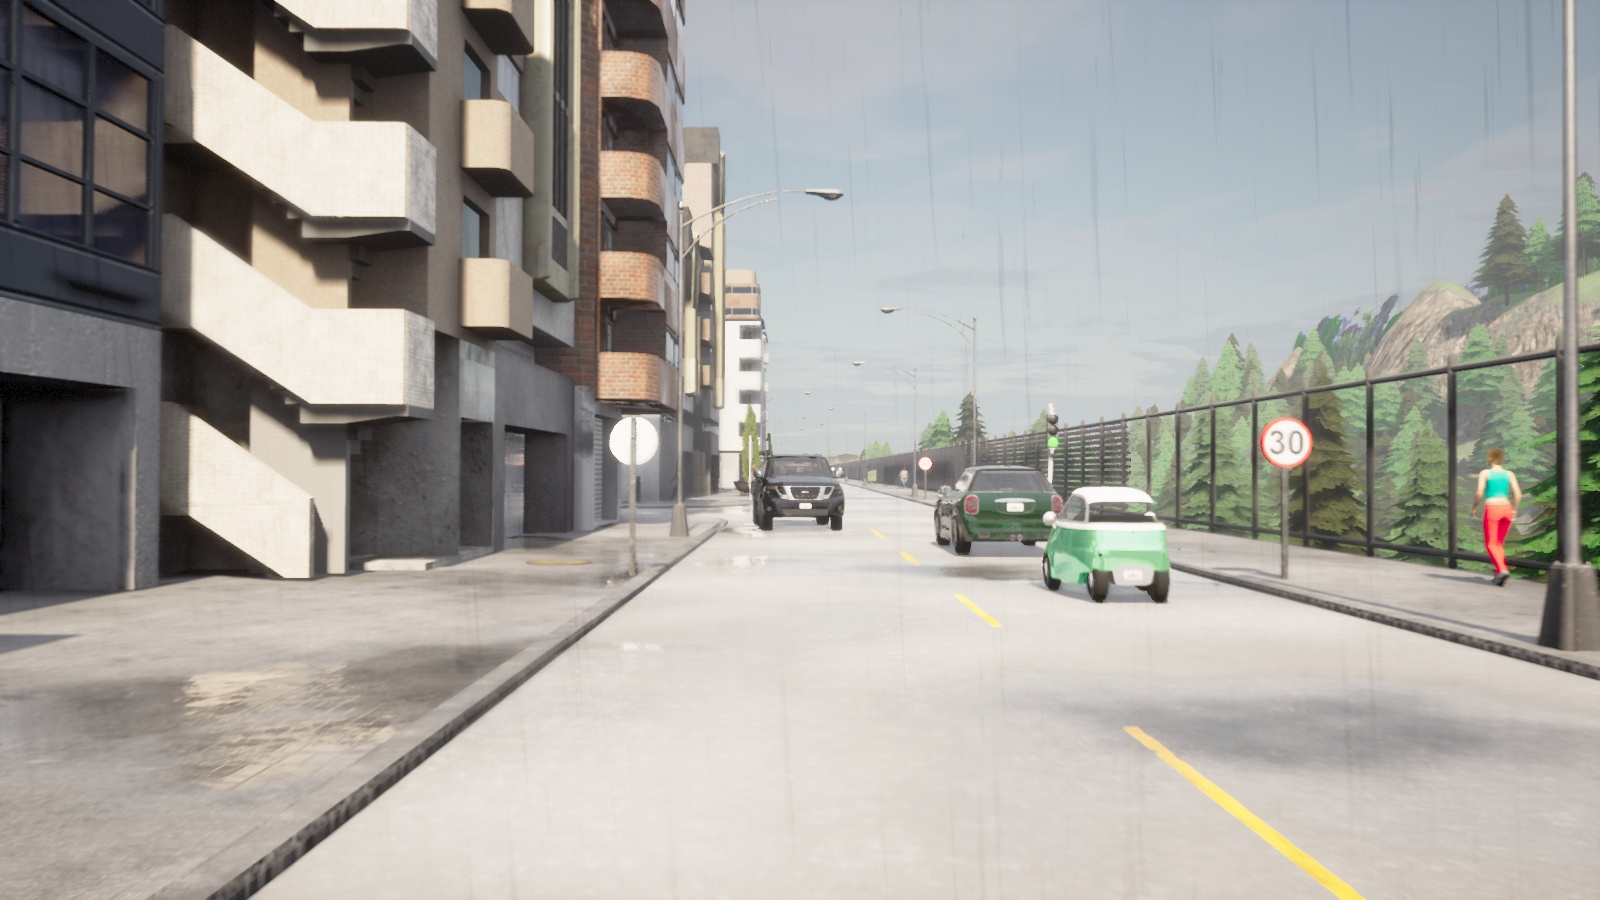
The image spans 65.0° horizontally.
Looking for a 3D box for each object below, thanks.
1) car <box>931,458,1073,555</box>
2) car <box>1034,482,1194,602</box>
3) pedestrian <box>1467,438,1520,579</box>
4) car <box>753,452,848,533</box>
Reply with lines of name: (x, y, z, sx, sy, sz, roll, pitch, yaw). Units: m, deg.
car: (3.932, 1.080, 25.258, 2.097, 1.767, 4.553, 0, -1, 0)
car: (3.956, 1.122, 16.090, 1.481, 1.376, 2.207, 0, 0, 0)
pedestrian: (9.163, 0.766, 16.615, 0.345, 1.836, 0.594, 0, -1, -1)
car: (-0.098, 1.114, 34.663, 2.150, 2.045, 5.566, 0, -1, -5)
